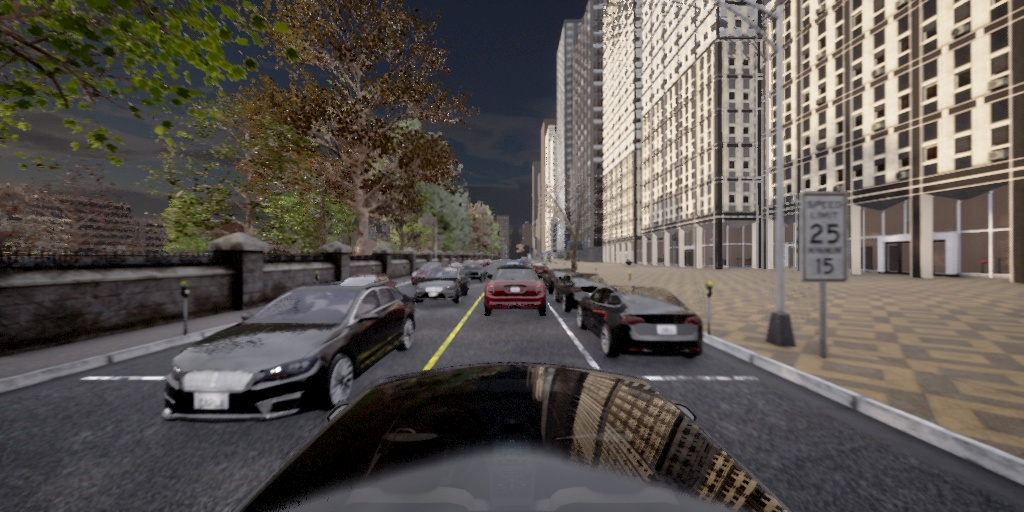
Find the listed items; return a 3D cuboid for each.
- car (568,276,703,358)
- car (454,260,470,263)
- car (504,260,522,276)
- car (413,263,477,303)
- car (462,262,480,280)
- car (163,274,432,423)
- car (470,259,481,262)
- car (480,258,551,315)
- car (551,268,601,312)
[{"bbox_3d":[2.689,1.316,8.315,1.948,1.339,4.313,0,0,0],"label":"car"},{"bbox_3d":[-5.684,1.284,36.310,1.751,1.417,4.829,0,0,0],"label":"car"},{"bbox_3d":[0.108,1.238,38.657,1.882,1.535,5.008,0,0,0],"label":"car"},{"bbox_3d":[-3.083,1.242,16.571,2.128,1.511,4.902,0,0,0],"label":"car"},{"bbox_3d":[-3.062,1.355,28.245,1.895,1.301,4.718,0,0,0],"label":"car"},{"bbox_3d":[-3.085,1.241,6.174,2.128,1.511,4.902,0,0,1],"label":"car"},{"bbox_3d":[-5.682,1.207,47.743,1.967,1.591,4.097,0,0,0],"label":"car"},{"bbox_3d":[0.104,1.102,13.683,2.097,1.767,4.553,0,0,0],"label":"car"},{"bbox_3d":[2.691,1.316,13.948,1.948,1.339,4.313,0,0,0],"label":"car"}]
